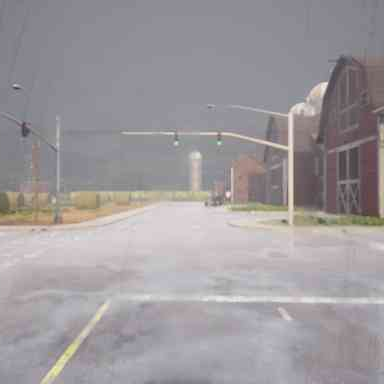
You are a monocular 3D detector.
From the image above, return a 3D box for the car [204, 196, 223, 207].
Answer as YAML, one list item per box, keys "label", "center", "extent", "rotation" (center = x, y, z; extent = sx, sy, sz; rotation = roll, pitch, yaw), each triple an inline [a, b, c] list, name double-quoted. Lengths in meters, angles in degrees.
- label: "car"
  center: [4.171, 1.748, 63.845]
  extent: [1.905, 1.878, 3.866]
  rotation: [-7, 3, -42]
